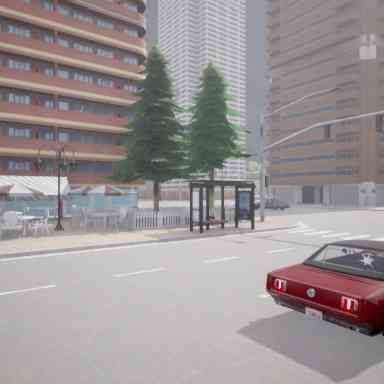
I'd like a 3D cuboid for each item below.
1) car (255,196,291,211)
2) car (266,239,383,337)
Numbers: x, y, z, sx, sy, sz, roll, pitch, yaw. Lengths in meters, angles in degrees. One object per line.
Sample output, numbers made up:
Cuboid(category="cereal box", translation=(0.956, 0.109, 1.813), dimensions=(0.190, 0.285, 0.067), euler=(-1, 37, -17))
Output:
Cuboid(category="car", translation=(10.022, 1.603, 42.747), dimensions=(2.033, 1.411, 5.357), euler=(0, 0, -36))
Cuboid(category="car", translation=(3.697, 1.601, 6.444), dimensions=(4.718, 1.301, 1.895), euler=(0, 0, -36))
